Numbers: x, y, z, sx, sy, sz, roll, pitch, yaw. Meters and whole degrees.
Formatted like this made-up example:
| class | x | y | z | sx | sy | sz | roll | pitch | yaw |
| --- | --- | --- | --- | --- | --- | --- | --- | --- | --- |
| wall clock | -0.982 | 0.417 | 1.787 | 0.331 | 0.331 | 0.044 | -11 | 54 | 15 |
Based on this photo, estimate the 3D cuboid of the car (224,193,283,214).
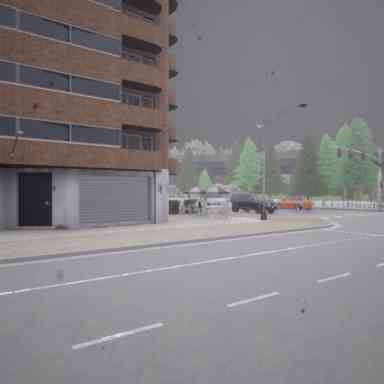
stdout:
| class | x | y | z | sx | sy | sz | roll | pitch | yaw |
| --- | --- | --- | --- | --- | --- | --- | --- | --- | --- |
| car | 6.304 | 1.165 | 35.006 | 2.150 | 2.045 | 5.566 | 0 | 0 | -38 |

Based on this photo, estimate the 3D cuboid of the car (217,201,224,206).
| class | x | y | z | sx | sy | sz | roll | pitch | yaw |
| --- | --- | --- | --- | --- | --- | --- | --- | --- | --- |
| car | 1.987 | 1.544 | 46.478 | 1.895 | 1.301 | 4.718 | 0 | 0 | -41 |

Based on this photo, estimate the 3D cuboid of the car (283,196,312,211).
| class | x | y | z | sx | sy | sz | roll | pitch | yaw |
| --- | --- | --- | --- | --- | --- | --- | --- | --- | --- |
| car | 11.874 | 1.295 | 39.646 | 2.097 | 1.767 | 4.553 | 0 | 0 | -36 |

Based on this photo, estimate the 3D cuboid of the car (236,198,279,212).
| class | x | y | z | sx | sy | sz | roll | pitch | yaw |
| --- | --- | --- | --- | --- | --- | --- | --- | --- | --- |
| car | 7.614 | 1.448 | 39.121 | 1.837 | 1.490 | 4.892 | 0 | 0 | -37 |

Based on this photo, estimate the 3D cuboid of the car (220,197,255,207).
| class | x | y | z | sx | sy | sz | roll | pitch | yaw |
| --- | --- | --- | --- | --- | --- | --- | --- | --- | --- |
| car | 7.071 | 1.491 | 51.716 | 2.033 | 1.411 | 5.357 | 0 | 0 | -42 |

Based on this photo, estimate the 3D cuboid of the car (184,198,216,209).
| class | x | y | z | sx | sy | sz | roll | pitch | yaw |
| --- | --- | --- | --- | --- | --- | --- | --- | --- | --- |
| car | 0.640 | 1.508 | 42.513 | 1.994 | 1.385 | 4.181 | 0 | 0 | -39 |
